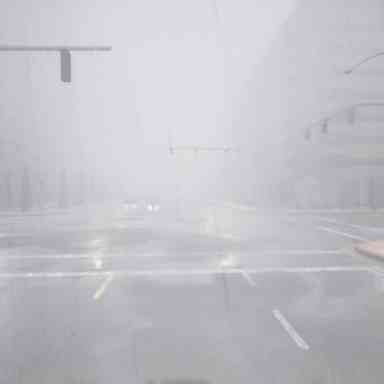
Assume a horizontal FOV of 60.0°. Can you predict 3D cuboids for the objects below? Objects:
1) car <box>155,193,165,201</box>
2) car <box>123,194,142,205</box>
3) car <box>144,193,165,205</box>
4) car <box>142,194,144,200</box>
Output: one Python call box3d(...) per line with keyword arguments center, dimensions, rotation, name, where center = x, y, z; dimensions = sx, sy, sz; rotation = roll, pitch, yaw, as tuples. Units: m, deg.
box3d(center=(-6.450, 1.022, 67.398), dimensions=(1.837, 1.490, 4.892), rotation=(0, 1, -2), name="car")
box3d(center=(-9.294, 1.227, 51.075), dimensions=(1.994, 1.385, 4.181), rotation=(0, 0, -2), name="car")
box3d(center=(-5.812, 1.133, 51.583), dimensions=(2.128, 1.511, 4.902), rotation=(0, 0, -2), name="car")
box3d(center=(-9.935, 1.103, 66.910), dimensions=(1.994, 1.385, 4.181), rotation=(0, 0, -2), name="car")
